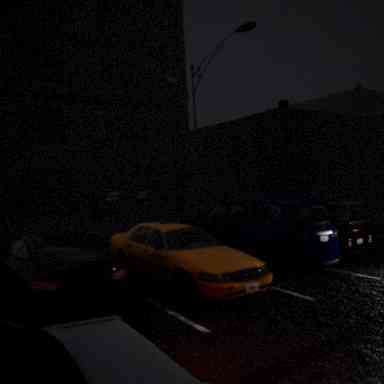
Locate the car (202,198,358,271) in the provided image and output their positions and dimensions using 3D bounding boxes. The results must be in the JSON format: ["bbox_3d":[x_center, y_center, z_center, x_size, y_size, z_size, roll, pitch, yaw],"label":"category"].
[{"bbox_3d":[1.638,1.217,10.209,2.435,2.045,5.566,0,0,-36],"label":"car"}]

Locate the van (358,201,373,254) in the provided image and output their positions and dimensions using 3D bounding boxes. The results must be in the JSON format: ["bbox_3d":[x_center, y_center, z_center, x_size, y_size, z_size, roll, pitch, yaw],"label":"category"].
[{"bbox_3d":[3.859,1.239,11.903,1.878,1.987,4.442,0,0,-36],"label":"van"}]

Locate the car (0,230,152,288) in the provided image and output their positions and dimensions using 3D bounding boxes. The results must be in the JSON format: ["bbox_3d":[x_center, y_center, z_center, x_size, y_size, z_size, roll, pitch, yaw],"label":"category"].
[{"bbox_3d":[-2.886,1.517,6.942,2.002,1.452,4.674,0,0,-36],"label":"car"}]

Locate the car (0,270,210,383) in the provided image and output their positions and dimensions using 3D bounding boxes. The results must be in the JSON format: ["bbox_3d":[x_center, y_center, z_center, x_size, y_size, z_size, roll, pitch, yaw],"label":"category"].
[{"bbox_3d":[-2.226,1.602,1.775,4.718,1.301,1.895,0,0,-35],"label":"car"}]

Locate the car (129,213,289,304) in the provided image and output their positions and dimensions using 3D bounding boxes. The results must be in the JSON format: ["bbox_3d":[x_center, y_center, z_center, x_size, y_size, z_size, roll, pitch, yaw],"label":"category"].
[{"bbox_3d":[-0.407,1.470,8.487,1.946,1.575,5.366,0,0,-36],"label":"car"}]
